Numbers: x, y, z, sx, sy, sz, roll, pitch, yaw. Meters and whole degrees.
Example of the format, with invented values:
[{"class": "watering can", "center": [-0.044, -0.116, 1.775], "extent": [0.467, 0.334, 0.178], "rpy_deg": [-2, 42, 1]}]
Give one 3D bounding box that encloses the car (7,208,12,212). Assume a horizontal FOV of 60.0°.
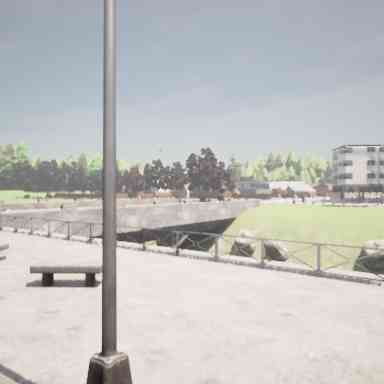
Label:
[{"class": "car", "center": [-16.642, 1.564, 25.898], "extent": [1.895, 1.301, 4.718], "rpy_deg": [0, 0, 39]}]
